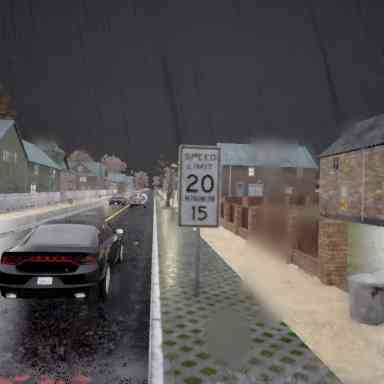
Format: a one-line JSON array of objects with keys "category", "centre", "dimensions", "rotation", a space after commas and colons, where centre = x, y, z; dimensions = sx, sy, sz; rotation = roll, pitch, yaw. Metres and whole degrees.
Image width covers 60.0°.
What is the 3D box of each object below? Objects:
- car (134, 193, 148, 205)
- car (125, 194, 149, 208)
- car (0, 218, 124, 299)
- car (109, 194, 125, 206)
[{"category": "car", "centre": [-7.337, 0.972, 48.291], "dimensions": [1.812, 1.442, 4.674], "rotation": [2, 0, -6]}, {"category": "car", "centre": [-6.200, 1.104, 38.659], "dimensions": [2.033, 1.411, 5.357], "rotation": [2, 0, -6]}, {"category": "car", "centre": [-2.825, 1.365, 8.230], "dimensions": [1.882, 1.535, 5.008], "rotation": [2, 0, -6]}, {"category": "car", "centre": [-9.498, 0.975, 42.905], "dimensions": [2.033, 1.411, 5.357], "rotation": [2, 0, -6]}]
